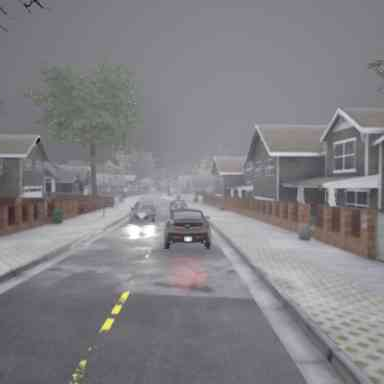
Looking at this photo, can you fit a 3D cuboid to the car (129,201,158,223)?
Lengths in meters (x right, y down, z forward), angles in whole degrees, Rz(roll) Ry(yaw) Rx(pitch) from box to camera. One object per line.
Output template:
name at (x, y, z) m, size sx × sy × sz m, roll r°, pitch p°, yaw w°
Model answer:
car at (-3.642, 1.466, 25.491) m, size 2.128 × 1.511 × 4.902 m, roll 0°, pitch 0°, yaw -4°

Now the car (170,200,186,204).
car at (-1.419, 1.504, 34.215) m, size 2.033 × 1.411 × 5.357 m, roll 0°, pitch 0°, yaw -5°

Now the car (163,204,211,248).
car at (-0.234, 1.484, 14.707) m, size 1.837 × 1.490 × 4.892 m, roll 0°, pitch 0°, yaw -2°
